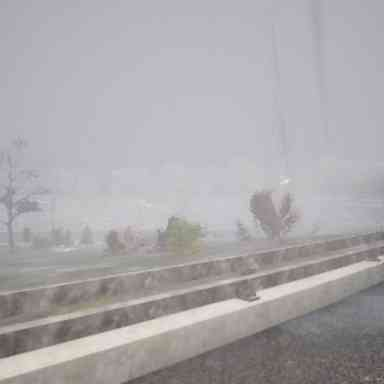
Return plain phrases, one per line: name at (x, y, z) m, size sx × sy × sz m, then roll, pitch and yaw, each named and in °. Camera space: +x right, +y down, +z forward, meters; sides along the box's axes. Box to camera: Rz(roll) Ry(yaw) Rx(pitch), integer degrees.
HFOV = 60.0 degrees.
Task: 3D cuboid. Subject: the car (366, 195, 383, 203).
car at (44.565, 1.953, 79.739) m, size 1.837 × 1.490 × 4.892 m, roll 0°, pitch -1°, yaw 1°
